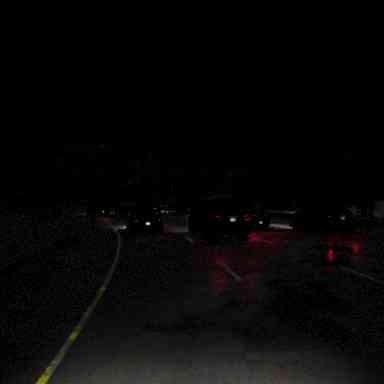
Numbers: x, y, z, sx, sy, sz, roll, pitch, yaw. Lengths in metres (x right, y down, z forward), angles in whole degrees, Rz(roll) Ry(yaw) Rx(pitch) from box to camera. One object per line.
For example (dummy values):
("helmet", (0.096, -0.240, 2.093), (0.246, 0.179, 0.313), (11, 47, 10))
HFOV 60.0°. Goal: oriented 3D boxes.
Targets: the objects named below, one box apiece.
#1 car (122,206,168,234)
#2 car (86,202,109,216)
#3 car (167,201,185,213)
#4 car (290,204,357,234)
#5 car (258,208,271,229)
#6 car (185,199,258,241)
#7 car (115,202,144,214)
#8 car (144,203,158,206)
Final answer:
("car", (-3.095, 1.825, 21.190), (1.994, 1.385, 4.181), (0, -1, -16))
("car", (-11.622, 2.057, 40.835), (1.837, 1.490, 4.892), (1, -1, -31))
("car", (-1.667, 2.012, 44.591), (1.837, 1.490, 4.892), (1, -1, -30))
("car", (7.902, 1.509, 20.475), (2.097, 1.767, 4.553), (0, -1, -12))
("car", (3.635, 1.716, 23.089), (2.128, 1.511, 4.902), (0, -1, -16))
("car", (1.342, 1.412, 18.156), (2.150, 2.045, 5.566), (0, 0, -12))
("car", (-8.139, 2.009, 41.836), (1.882, 1.535, 5.008), (0, -1, -31))
("car", (-5.824, 2.107, 44.682), (1.994, 1.385, 4.181), (0, -1, -32))
